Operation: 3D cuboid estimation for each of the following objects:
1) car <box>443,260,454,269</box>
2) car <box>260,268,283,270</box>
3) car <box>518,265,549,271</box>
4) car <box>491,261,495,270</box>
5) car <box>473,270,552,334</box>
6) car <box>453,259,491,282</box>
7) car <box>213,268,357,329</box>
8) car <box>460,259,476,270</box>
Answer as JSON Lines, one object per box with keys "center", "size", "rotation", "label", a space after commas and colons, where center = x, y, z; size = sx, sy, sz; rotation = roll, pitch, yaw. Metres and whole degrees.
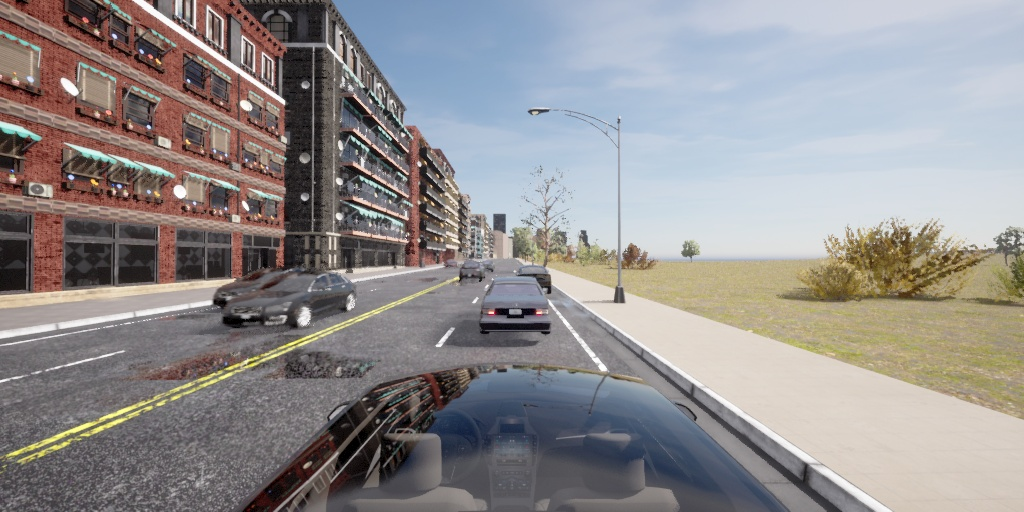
{"center": [-9.885, 1.314, 58.147], "size": [1.994, 1.385, 4.181], "rotation": [0, 0, 0], "label": "car"}
{"center": [-9.864, 1.256, 14.920], "size": [1.837, 1.490, 4.892], "rotation": [0, 0, 0], "label": "car"}
{"center": [1.120, 1.230, 20.316], "size": [1.882, 1.535, 5.008], "rotation": [0, 0, 0], "label": "car"}
{"center": [-3.193, 1.298, 45.638], "size": [2.033, 1.411, 5.357], "rotation": [0, 0, 0], "label": "car"}
{"center": [0.094, 1.299, 10.553], "size": [2.033, 1.411, 5.357], "rotation": [0, 0, 0], "label": "car"}
{"center": [-3.176, 1.243, 29.441], "size": [2.128, 1.511, 4.902], "rotation": [0, 0, 0], "label": "car"}
{"center": [-6.610, 1.256, 11.322], "size": [1.837, 1.490, 4.892], "rotation": [0, 0, 0], "label": "car"}
{"center": [-6.640, 1.255, 54.698], "size": [1.837, 1.490, 4.892], "rotation": [0, 0, 0], "label": "car"}
